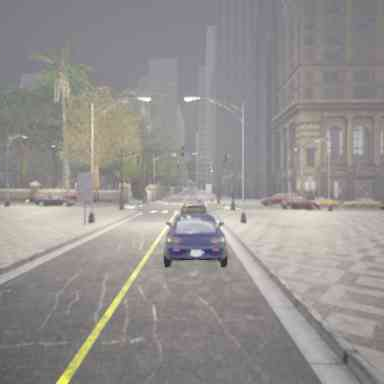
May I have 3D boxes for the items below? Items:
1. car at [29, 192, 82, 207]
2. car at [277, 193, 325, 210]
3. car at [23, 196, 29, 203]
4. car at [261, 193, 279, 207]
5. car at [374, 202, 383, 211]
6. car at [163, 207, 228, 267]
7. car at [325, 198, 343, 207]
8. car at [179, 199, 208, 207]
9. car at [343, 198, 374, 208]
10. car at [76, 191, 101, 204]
[{"bbox_3d":[-14.962,0.984,36.567,4.403,1.369,2.008,1,-1,0],"label":"car"},{"bbox_3d":[11.876,1.257,36.481,4.097,1.590,1.967,1,-1,0],"label":"car"},{"bbox_3d":[-20.468,0.857,45.110,4.507,1.381,1.887,1,-1,0],"label":"car"},{"bbox_3d":[11.897,1.093,45.007,5.009,1.841,2.192,1,-1,0],"label":"car"},{"bbox_3d":[22.954,1.532,36.444,4.313,1.339,1.947,1,-1,0],"label":"car"},{"bbox_3d":[0.104,1.414,10.880,1.812,1.442,4.674,0,0,0],"label":"car"},{"bbox_3d":[17.264,1.377,44.988,4.829,1.417,1.752,1,-1,0],"label":"car"},{"bbox_3d":[0.109,1.260,24.366,1.837,1.490,4.892,0,0,0],"label":"car"},{"bbox_3d":[22.804,1.450,44.970,4.829,1.417,1.752,1,0,0],"label":"car"},{"bbox_3d":[-14.941,0.710,45.095,5.009,1.841,2.192,1,-1,0],"label":"car"}]
